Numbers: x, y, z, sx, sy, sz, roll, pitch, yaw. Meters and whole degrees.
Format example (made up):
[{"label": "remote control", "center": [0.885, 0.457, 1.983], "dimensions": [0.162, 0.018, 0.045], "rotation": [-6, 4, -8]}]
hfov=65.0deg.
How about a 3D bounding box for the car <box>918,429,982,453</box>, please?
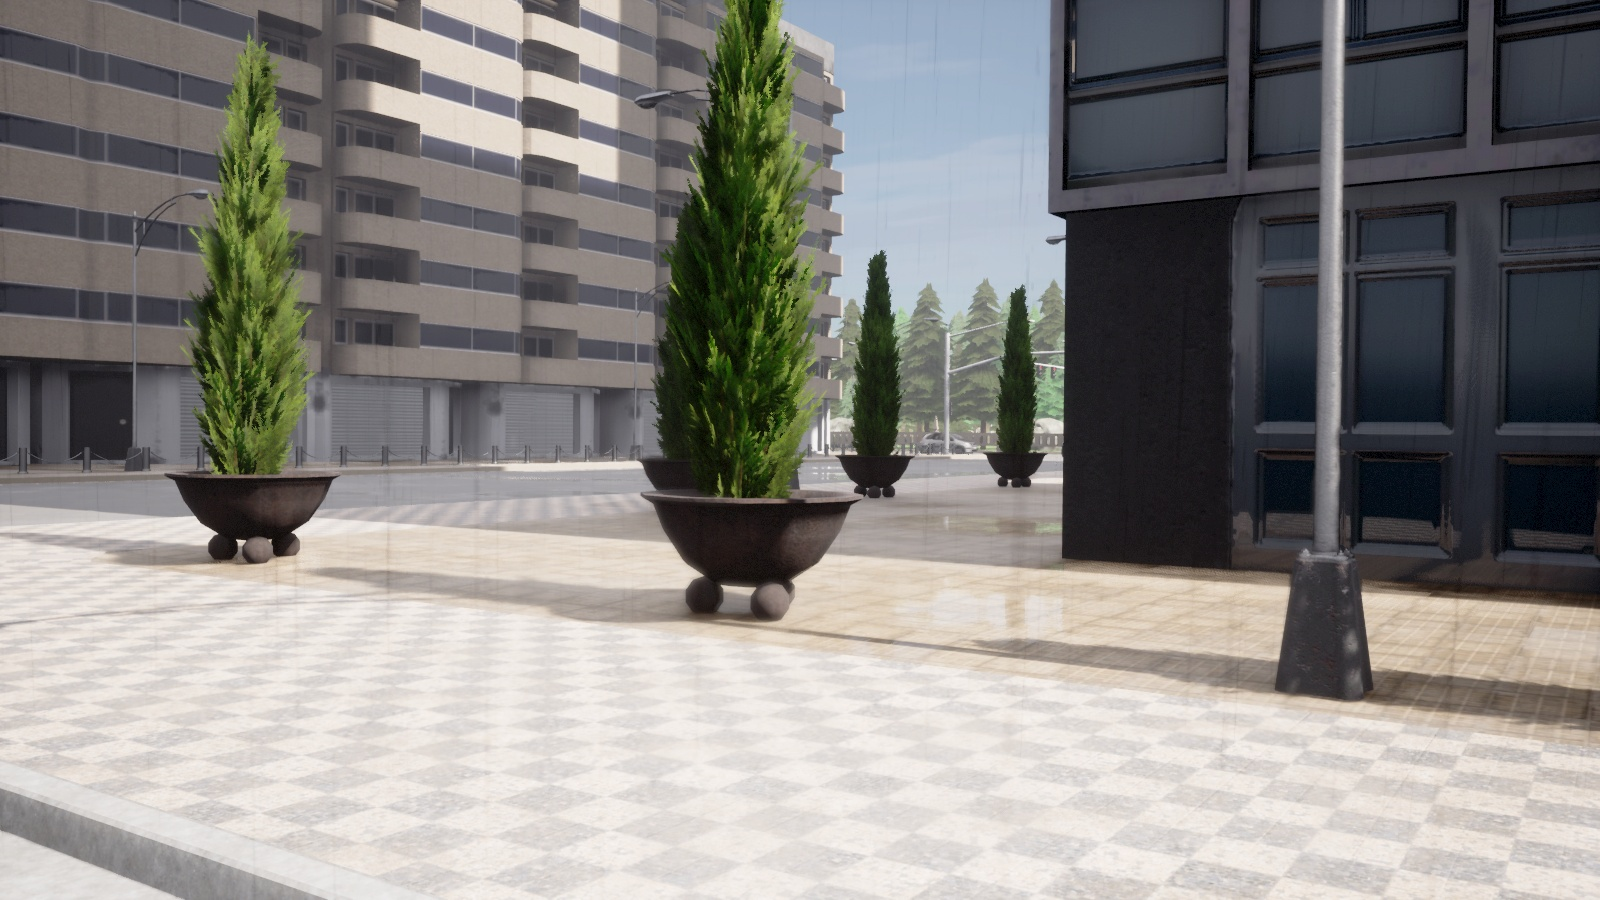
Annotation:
[{"label": "car", "center": [10.341, -0.647, 86.645], "dimensions": [3.988, 1.617, 1.851], "rotation": [0, 1, 34]}]
